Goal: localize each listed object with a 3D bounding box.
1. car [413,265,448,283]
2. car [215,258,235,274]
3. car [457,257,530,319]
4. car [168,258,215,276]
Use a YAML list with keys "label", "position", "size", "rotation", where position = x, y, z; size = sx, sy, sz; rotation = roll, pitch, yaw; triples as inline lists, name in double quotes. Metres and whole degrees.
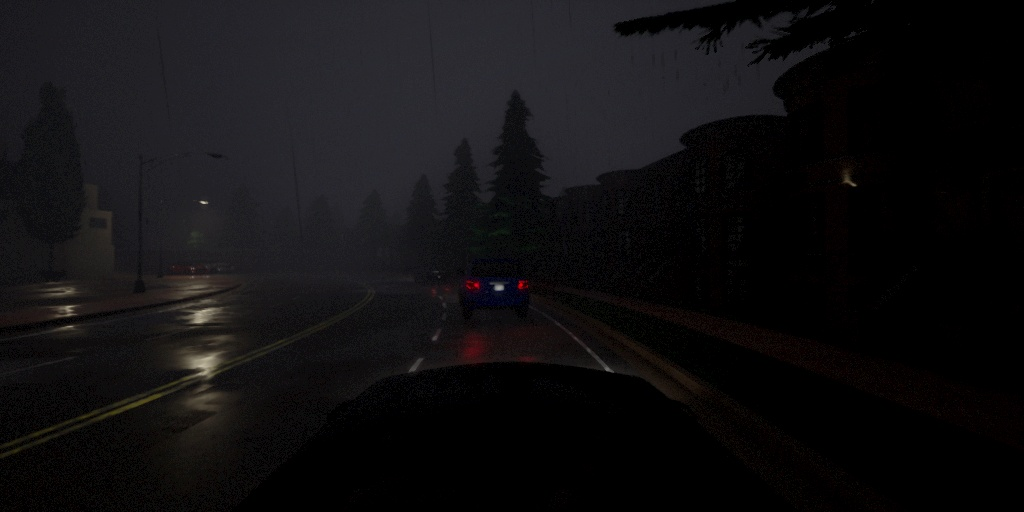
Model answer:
- label: "car"
  position: [-6.933, 1.459, 30.257]
  size: [2.128, 1.511, 4.902]
  rotation: [0, 0, -30]
- label: "car"
  position: [-39.242, 1.318, 46.982]
  size: [5.566, 2.045, 2.150]
  rotation: [0, -1, 16]
- label: "car"
  position: [-0.833, 1.063, 13.537]
  size: [2.150, 2.045, 5.566]
  rotation: [0, 0, -10]
- label: "car"
  position: [-38.863, 1.418, 43.156]
  size: [4.553, 1.767, 2.097]
  rotation: [0, 0, 18]
